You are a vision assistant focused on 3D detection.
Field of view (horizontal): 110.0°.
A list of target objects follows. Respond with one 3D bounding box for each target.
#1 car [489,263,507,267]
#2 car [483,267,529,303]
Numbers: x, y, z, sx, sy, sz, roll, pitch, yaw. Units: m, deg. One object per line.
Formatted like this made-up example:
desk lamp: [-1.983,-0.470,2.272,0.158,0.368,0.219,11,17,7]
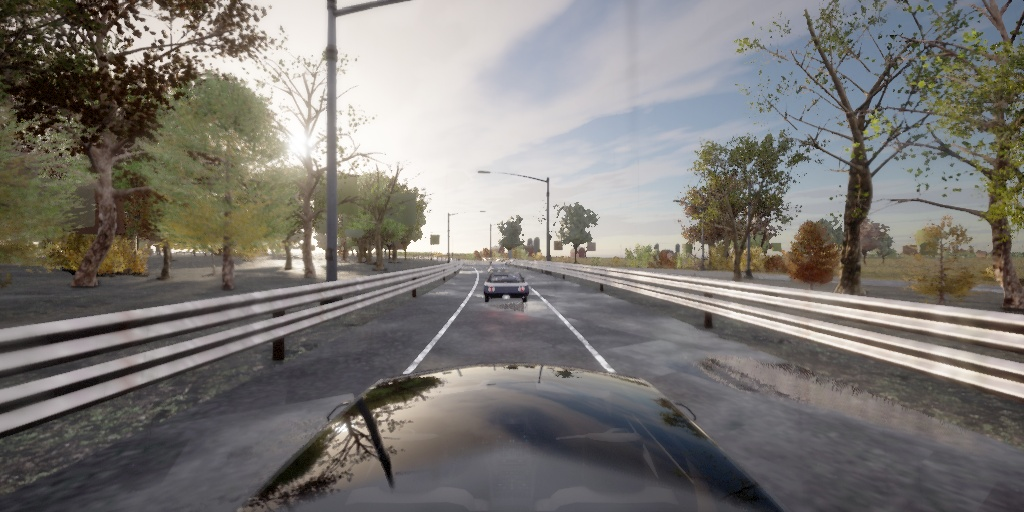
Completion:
car: [-1.252,1.297,31.647,2.033,1.411,5.357,0,0,-5]
car: [-0.316,1.361,16.635,1.895,1.301,4.718,0,0,-2]
